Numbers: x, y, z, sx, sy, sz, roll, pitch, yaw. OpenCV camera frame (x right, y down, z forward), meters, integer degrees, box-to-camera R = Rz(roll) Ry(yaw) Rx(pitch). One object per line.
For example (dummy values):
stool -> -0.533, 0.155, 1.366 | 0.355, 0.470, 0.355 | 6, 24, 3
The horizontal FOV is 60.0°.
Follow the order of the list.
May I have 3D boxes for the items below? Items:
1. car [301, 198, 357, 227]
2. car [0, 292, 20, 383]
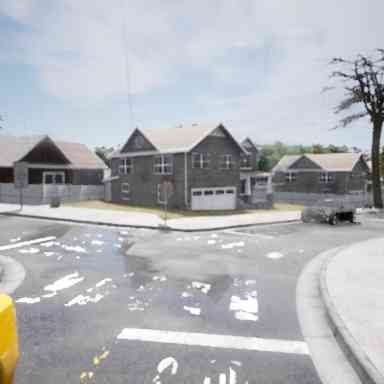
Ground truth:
car -> 9.151, 1.217, 22.146 | 4.553, 1.767, 2.097 | 1, 2, -43
car -> -2.725, 1.456, 1.270 | 1.882, 1.535, 5.008 | 0, 1, 2
